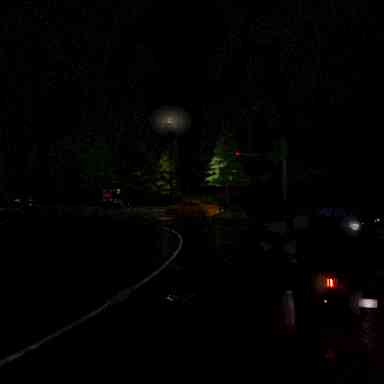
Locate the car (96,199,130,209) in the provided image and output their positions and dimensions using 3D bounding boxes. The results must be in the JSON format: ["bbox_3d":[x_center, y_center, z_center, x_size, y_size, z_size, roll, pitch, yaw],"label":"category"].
[{"bbox_3d":[-10.579,1.602,44.323,4.718,1.301,1.895,0,0,32],"label":"car"}]

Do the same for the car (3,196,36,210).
[{"bbox_3d":[-22.291,1.565,43.469,4.181,1.385,1.994,0,0,32],"label":"car"}]

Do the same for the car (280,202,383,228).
[{"bbox_3d":[8.366,1.548,19.854,5.357,1.411,2.033,0,0,32],"label":"car"}]

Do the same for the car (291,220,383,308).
[{"bbox_3d":[3.515,1.601,7.806,1.895,1.301,4.718,0,0,14],"label":"car"}]

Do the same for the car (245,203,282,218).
[{"bbox_3d":[7.049,1.602,28.983,4.718,1.301,1.895,0,0,32],"label":"car"}]

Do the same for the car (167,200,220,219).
[{"bbox_3d":[0.054,1.479,29.279,5.008,1.535,1.882,0,0,32],"label":"car"}]

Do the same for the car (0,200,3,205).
[{"bbox_3d":[-31.390,1.566,57.539,4.181,1.385,1.994,0,0,32],"label":"car"}]

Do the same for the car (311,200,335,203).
[{"bbox_3d":[11.443,1.479,30.339,5.008,1.535,1.882,0,0,32],"label":"car"}]

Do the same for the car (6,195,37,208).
[{"bbox_3d":[-25.355,1.354,49.561,4.553,1.767,2.097,0,0,32],"label":"car"}]
